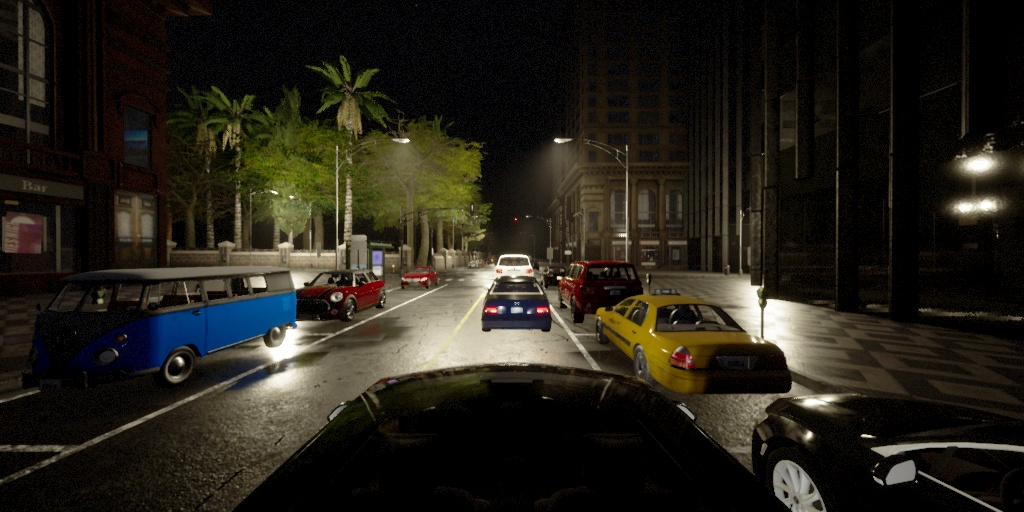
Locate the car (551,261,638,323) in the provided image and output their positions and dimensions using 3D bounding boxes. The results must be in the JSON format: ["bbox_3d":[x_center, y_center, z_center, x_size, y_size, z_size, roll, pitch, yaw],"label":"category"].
[{"bbox_3d":[2.768,1.060,11.973,2.192,1.841,5.009,0,0,0],"label":"car"}]

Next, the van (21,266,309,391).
[{"bbox_3d":[-5.760,1.089,6.567,1.690,1.789,3.998,0,0,0],"label":"van"}]

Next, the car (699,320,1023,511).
[{"bbox_3d":[2.762,1.301,1.122,2.007,1.370,4.403,0,0,0],"label":"car"}]

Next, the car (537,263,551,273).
[{"bbox_3d":[2.774,1.304,22.823,1.948,1.339,4.313,0,0,0],"label":"car"}]

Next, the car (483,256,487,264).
[{"bbox_3d":[-5.731,1.140,60.125,1.967,1.591,4.097,0,0,0],"label":"car"}]

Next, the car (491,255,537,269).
[{"bbox_3d":[0.111,0.961,21.365,2.150,2.045,5.566,0,0,0],"label":"car"}]

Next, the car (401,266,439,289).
[{"bbox_3d":[-5.752,1.320,22.846,1.802,1.307,4.207,0,0,0],"label":"car"}]

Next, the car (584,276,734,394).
[{"bbox_3d":[2.765,1.273,6.717,1.751,1.417,4.829,0,0,0],"label":"car"}]

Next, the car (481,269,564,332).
[{"bbox_3d":[0.108,1.293,10.794,2.033,1.411,5.357,0,0,0],"label":"car"}]

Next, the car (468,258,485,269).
[{"bbox_3d":[-5.734,1.257,54.705,2.007,1.370,4.403,0,0,0],"label":"car"}]

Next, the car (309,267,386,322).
[{"bbox_3d":[-5.757,1.185,11.993,1.967,1.591,4.097,0,0,0],"label":"car"}]
